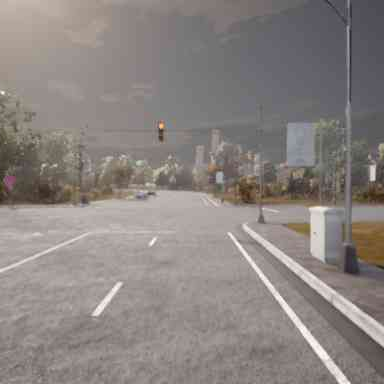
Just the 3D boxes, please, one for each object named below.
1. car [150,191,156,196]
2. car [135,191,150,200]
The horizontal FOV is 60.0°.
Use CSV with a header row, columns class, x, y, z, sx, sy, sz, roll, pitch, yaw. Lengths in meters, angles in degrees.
class,x,y,z,sx,sy,sz,roll,pitch,yaw
car,-9.867,0.311,81.594,1.895,1.301,4.718,0,2,0
car,-9.968,0.762,65.338,1.994,1.385,4.181,0,1,1
